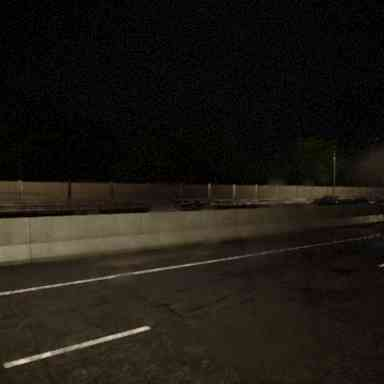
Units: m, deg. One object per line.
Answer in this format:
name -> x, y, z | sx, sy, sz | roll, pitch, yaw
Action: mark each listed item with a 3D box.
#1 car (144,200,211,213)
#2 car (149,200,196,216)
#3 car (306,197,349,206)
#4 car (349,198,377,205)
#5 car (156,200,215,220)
car -> -1.302, 1.504, 24.553 | 4.892, 1.490, 1.837 | 0, 0, -35
car -> -1.867, 1.563, 32.750 | 4.181, 1.385, 1.994 | 0, 0, -36
car -> 11.480, 1.504, 29.385 | 4.892, 1.490, 1.837 | 0, 0, -36
car -> 20.546, 1.508, 40.174 | 4.892, 1.490, 1.837 | 1, 0, -35
car -> -0.509, 1.490, 29.418 | 4.902, 1.511, 2.128 | 0, 0, -36
